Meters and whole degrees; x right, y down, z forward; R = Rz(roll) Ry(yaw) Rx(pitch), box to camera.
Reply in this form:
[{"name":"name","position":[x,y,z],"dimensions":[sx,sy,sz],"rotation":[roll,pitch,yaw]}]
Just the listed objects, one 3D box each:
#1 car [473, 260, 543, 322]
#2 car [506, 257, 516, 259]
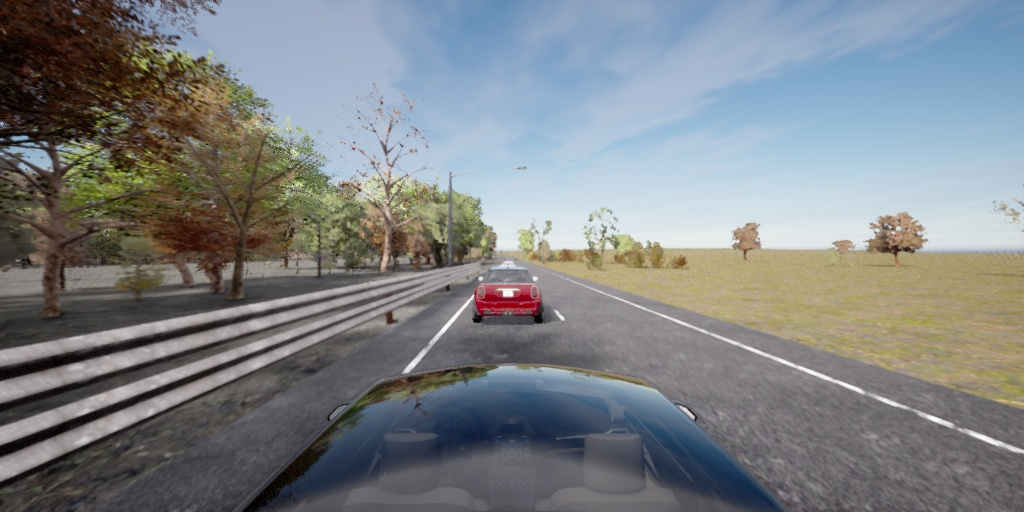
[{"name":"car","position":[-0.133,1.127,12.523],"dimensions":[2.097,1.767,4.553],"rotation":[0,0,0]},{"name":"car","position":[-0.593,1.418,64.720],"dimensions":[1.812,1.442,4.674],"rotation":[0,0,0]}]
